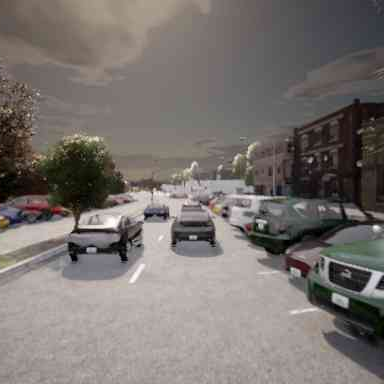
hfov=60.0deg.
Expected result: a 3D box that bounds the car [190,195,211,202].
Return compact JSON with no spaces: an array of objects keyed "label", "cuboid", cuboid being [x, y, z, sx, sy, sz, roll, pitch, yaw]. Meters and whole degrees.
[{"label":"car","cuboid":[2.071,1.629,84.038,4.792,1.488,2.163,1,0,-26]}]

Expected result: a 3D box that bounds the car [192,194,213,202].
[{"label":"car","cuboid":[2.510,1.461,78.065,4.553,1.767,2.185,1,0,-26]}]

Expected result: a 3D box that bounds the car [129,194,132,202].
[{"label":"car","cuboid":[-14.883,1.661,65.973,4.674,1.452,2.002,-1,0,-24]}]

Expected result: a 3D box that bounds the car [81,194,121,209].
[{"label":"car","cuboid":[-14.019,1.593,51.192,5.008,1.535,2.097,-1,0,-22]}]

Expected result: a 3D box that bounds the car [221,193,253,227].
[{"label":"car","cuboid":[4.743,1.258,17.775,5.566,2.045,2.435,1,0,-20]}]

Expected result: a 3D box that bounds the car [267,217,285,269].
[{"label":"car","cuboid":[4.710,1.525,8.733,4.792,1.488,2.163,1,0,-20]}]

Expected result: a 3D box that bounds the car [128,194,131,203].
[{"label":"car","cuboid":[-14.674,1.656,63.020,4.674,1.452,2.002,-1,0,-24]}]

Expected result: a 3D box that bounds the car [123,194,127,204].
[{"label":"car","cuboid":[-14.486,1.604,57.033,5.366,1.575,1.946,-1,0,-23]}]

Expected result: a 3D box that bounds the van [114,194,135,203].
[{"label":"van","cuboid":[-15.788,1.416,77.828,4.442,1.987,1.878,-1,0,-25]}]

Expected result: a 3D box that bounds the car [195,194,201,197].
[{"label":"car","cuboid":[3.968,1.308,56.946,5.566,2.045,2.435,1,0,-23]}]

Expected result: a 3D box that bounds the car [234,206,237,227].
[{"label":"car","cuboid":[4.726,1.504,14.755,5.008,1.535,2.097,1,0,-20]}]

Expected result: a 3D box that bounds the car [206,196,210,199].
[{"label":"car","cuboid":[4.571,1.539,38.843,4.892,1.521,2.231,1,0,-21]}]

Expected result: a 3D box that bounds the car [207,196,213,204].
[{"label":"car","cuboid":[4.635,1.534,35.825,5.008,1.535,2.097,1,0,-21]}]

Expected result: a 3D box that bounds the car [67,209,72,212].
[{"label":"car","cuboid":[-13.360,1.551,30.515,5.366,1.575,1.946,-1,0,-20]}]

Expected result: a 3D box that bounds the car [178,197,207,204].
[{"label":"car","cuboid":[-0.010,1.538,30.564,2.128,1.511,4.902,0,0,0]}]

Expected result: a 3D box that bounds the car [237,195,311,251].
[{"label":"car","cuboid":[4.757,1.249,11.767,5.566,2.045,2.435,1,0,-20]}]

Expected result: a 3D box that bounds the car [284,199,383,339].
[{"label":"car","cuboid":[4.722,1.239,5.725,5.566,2.045,2.435,1,0,-20]}]

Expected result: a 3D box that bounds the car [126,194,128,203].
[{"label":"car","cuboid":[-14.461,1.484,60.075,4.553,1.767,2.185,-1,0,-23]}]

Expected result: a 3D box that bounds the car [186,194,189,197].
[{"label":"car","cuboid":[2.024,1.585,80.978,5.366,1.575,1.946,1,0,-26]}]

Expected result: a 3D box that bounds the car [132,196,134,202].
[{"label":"car","cuboid":[-14.945,1.621,69.007,5.366,1.575,1.946,-1,0,-24]}]

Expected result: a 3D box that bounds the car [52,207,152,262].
[{"label":"car","cuboid":[-2.951,1.510,12.204,2.128,1.511,4.902,0,0,0]}]

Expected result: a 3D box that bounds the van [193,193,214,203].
[{"label":"van","cuboid":[2.648,1.355,74.993,4.442,1.987,1.878,1,0,-25]}]

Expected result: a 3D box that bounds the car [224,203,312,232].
[{"label":"car","cuboid":[4.712,1.513,20.766,5.008,1.535,2.097,1,0,-20]}]

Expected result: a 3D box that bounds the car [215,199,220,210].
[{"label":"car","cuboid":[4.718,1.552,26.799,4.792,1.488,2.163,1,0,-20]}]

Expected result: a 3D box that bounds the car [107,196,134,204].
[{"label":"car","cuboid":[-15.521,1.632,71.800,5.366,1.575,1.946,-1,0,-25]}]

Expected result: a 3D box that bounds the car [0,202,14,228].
[{"label":"car","cuboid":[-13.306,1.531,18.613,5.366,1.575,1.946,-1,0,-20]}]

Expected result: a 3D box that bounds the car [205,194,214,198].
[{"label":"car","cuboid":[4.503,1.416,41.863,4.553,1.767,2.185,1,0,-22]}]

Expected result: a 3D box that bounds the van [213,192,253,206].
[{"label":"van","cuboid":[4.571,1.299,29.755,4.442,1.987,1.878,1,0,-20]}]

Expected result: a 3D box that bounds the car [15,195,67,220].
[{"label":"car","cuboid":[-13.541,1.300,27.461,5.566,2.045,2.435,-1,0,-20]}]

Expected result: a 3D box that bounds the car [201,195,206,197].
[{"label":"car","cuboid":[4.360,1.549,47.908,5.008,1.535,2.097,1,0,-22]}]

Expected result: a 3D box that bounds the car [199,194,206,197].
[{"label":"car","cuboid":[4.139,1.556,53.942,5.008,1.535,2.097,1,0,-23]}]

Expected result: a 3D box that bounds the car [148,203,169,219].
[{"label":"car","cuboid":[-3.001,1.646,29.189,1.895,1.301,4.718,0,0,0]}]

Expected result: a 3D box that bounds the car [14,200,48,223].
[{"label":"car","cuboid":[-13.474,1.575,24.513,4.792,1.488,2.163,-1,0,-20]}]

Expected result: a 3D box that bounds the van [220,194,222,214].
[{"label":"van","cuboid":[4.596,1.291,23.730,4.442,1.987,1.878,1,0,-20]}]

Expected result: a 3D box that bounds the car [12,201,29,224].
[{"label":"car","cuboid":[-13.516,1.571,21.509,4.792,1.488,2.163,-1,0,-20]}]

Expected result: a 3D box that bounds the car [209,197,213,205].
[{"label":"car","cuboid":[4.828,1.530,32.883,5.366,1.575,1.946,1,0,-21]}]

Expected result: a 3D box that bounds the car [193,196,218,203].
[{"label":"car","cuboid":[3.007,1.579,72.034,4.892,1.521,2.231,1,0,-25]}]

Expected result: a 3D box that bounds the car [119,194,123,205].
[{"label":"car","cuboid":[-14.195,1.474,54.143,4.553,1.767,2.185,-1,0,-23]}]

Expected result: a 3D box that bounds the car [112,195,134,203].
[{"label":"car","cuboid":[-15.582,1.512,74.841,4.553,1.767,2.185,-1,0,-25]}]

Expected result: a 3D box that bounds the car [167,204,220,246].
[{"label":"car","cuboid":[0.051,1.527,15.333,1.837,1.490,4.892,0,0,0]}]
